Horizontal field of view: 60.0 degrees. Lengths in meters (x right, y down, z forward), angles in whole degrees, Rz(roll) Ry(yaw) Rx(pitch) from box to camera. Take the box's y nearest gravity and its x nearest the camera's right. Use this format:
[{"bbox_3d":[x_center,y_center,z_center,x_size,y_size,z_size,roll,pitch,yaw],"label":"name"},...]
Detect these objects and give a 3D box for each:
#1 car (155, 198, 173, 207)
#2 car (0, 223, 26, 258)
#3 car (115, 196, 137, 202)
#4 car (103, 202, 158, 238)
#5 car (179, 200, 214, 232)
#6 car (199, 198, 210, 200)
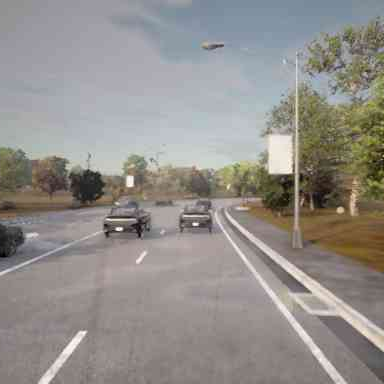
[{"bbox_3d":[-4.338,1.594,51.661,1.895,1.301,4.718,0,0,10],"label":"car"},{"bbox_3d":[-7.080,1.546,10.009,2.033,1.411,5.357,0,0,0],"label":"car"},{"bbox_3d":[-8.851,1.342,44.519,2.097,1.767,4.553,0,0,7],"label":"car"},{"bbox_3d":[-3.300,1.490,17.682,2.128,1.511,4.902,0,0,1],"label":"car"},{"bbox_3d":[0.247,1.490,19.981,2.128,1.511,4.902,0,0,1],"label":"car"},{"bbox_3d":[1.596,1.505,42.027,1.837,1.490,4.892,0,0,6],"label":"car"}]
